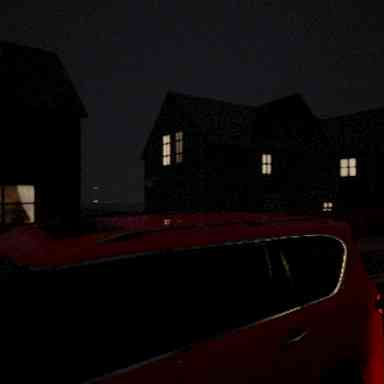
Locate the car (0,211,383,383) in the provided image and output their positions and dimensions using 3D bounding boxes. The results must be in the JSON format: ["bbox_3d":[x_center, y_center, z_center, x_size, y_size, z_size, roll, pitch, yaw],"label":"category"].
[{"bbox_3d":[-0.721,1.225,2.517,5.566,2.045,2.150,1,0,-35],"label":"car"}]
